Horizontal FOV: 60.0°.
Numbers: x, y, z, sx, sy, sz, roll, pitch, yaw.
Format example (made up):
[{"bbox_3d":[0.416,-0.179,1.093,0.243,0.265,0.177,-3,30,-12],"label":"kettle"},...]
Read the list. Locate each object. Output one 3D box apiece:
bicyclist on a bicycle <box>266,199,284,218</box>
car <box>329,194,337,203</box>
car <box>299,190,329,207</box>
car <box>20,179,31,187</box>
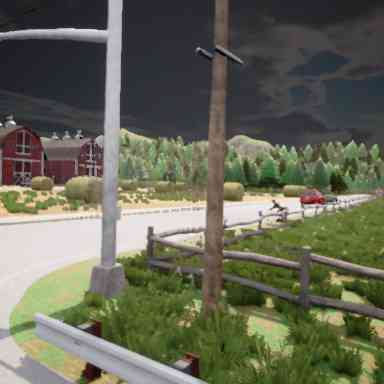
[{"bbox_3d":[5.105,1.266,20.380,1.656,1.620,0.582,3,2,33],"label":"bicyclist on a bicycle"},{"bbox_3d":[20.902,1.084,50.913,2.128,1.511,4.902,3,2,33],"label":"car"},{"bbox_3d":[15.368,0.836,42.353,2.150,2.045,5.566,3,2,34],"label":"car"},{"bbox_3d":[-39.446,-2.040,79.442,1.905,1.878,3.866,8,2,-13],"label":"car"}]
